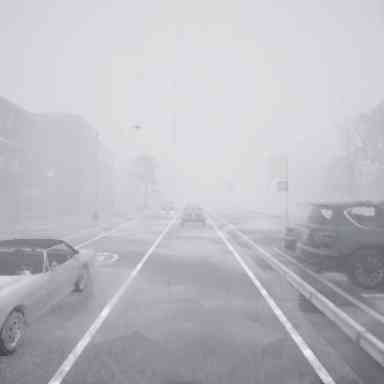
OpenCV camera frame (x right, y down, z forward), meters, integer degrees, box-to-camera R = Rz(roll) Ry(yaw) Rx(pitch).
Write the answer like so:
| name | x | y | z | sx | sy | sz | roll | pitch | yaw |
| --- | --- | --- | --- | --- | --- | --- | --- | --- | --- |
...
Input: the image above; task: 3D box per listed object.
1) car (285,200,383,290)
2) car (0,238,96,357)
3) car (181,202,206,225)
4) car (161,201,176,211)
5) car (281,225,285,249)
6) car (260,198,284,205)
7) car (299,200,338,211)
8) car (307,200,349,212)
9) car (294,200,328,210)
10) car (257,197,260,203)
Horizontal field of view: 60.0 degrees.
| name | x | y | z | sx | sy | sz | roll | pitch | yaw |
| --- | --- | --- | --- | --- | --- | --- | --- | --- | --- |
| car | 5.623 | 1.254 | 8.714 | 5.566 | 2.045 | 2.435 | 0 | 0 | 0 |
| car | -3.351 | 1.615 | 6.156 | 1.895 | 1.301 | 4.718 | 0 | 0 | 0 |
| car | 0.097 | 1.758 | 25.785 | 2.033 | 1.411 | 5.357 | 0 | -1 | 0 |
| car | -3.344 | 2.011 | 47.776 | 2.033 | 1.411 | 5.357 | 0 | -1 | 0 |
| car | 5.590 | 1.526 | 11.514 | 4.892 | 1.521 | 2.231 | 0 | 0 | 0 |
| car | 18.747 | 2.113 | 76.787 | 4.553 | 1.767 | 2.185 | 0 | -1 | 0 |
| car | 18.694 | 1.931 | 49.176 | 4.892 | 1.521 | 2.231 | 0 | -1 | 0 |
| car | 18.703 | 1.894 | 45.902 | 5.008 | 1.535 | 2.097 | 0 | -1 | 0 |
| car | 18.698 | 2.007 | 52.451 | 4.674 | 1.452 | 2.002 | 0 | -1 | 0 |
| car | 18.676 | 2.315 | 79.955 | 4.674 | 1.452 | 2.002 | 0 | -1 | 0 |
